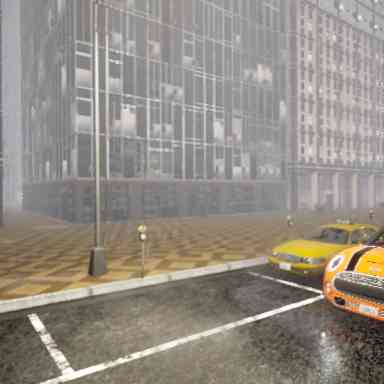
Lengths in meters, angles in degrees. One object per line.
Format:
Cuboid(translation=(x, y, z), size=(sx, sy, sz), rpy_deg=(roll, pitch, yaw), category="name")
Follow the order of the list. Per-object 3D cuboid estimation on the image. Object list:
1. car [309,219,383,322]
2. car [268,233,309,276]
Cuboid(translation=(4.709, 1.334, 6.727), size=(4.553, 1.767, 2.097), rpy_deg=(0, 0, -35), category="car")
Cuboid(translation=(4.261, 1.503, 9.607), size=(4.829, 1.417, 1.752), rpy_deg=(0, 0, -36), category="car")
